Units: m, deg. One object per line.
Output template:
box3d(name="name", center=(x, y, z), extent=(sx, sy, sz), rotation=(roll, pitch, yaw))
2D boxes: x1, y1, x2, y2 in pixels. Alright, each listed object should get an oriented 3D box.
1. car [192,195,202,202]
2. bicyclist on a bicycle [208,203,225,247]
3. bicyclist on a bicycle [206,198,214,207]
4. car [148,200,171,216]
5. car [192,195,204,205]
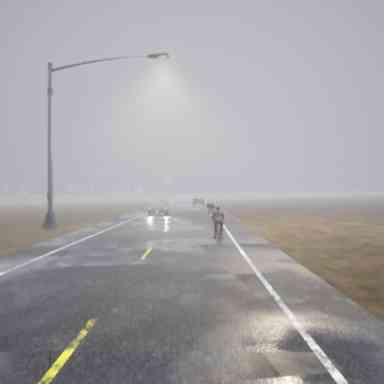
box3d(name="car", center=(1.123, 1.417, 73.758), extent=(2.128, 1.511, 4.902), rotation=(0, 0, 0))
box3d(name="bicyclist on a bicycle", center=(1.116, 1.426, 13.962), extent=(0.582, 1.620, 1.656), rotation=(0, 0, 1))
box3d(name="bicyclist on a bicycle", center=(1.329, 1.325, 23.848), extent=(0.659, 1.776, 1.843), rotation=(0, 0, 1))
box3d(name="car", center=(-3.053, 1.464, 32.029), extent=(1.812, 1.442, 4.674), rotation=(0, 0, 1))
box3d(name="car", center=(1.032, 1.381, 54.889), extent=(1.882, 1.535, 5.008), rotation=(0, 0, 1))
